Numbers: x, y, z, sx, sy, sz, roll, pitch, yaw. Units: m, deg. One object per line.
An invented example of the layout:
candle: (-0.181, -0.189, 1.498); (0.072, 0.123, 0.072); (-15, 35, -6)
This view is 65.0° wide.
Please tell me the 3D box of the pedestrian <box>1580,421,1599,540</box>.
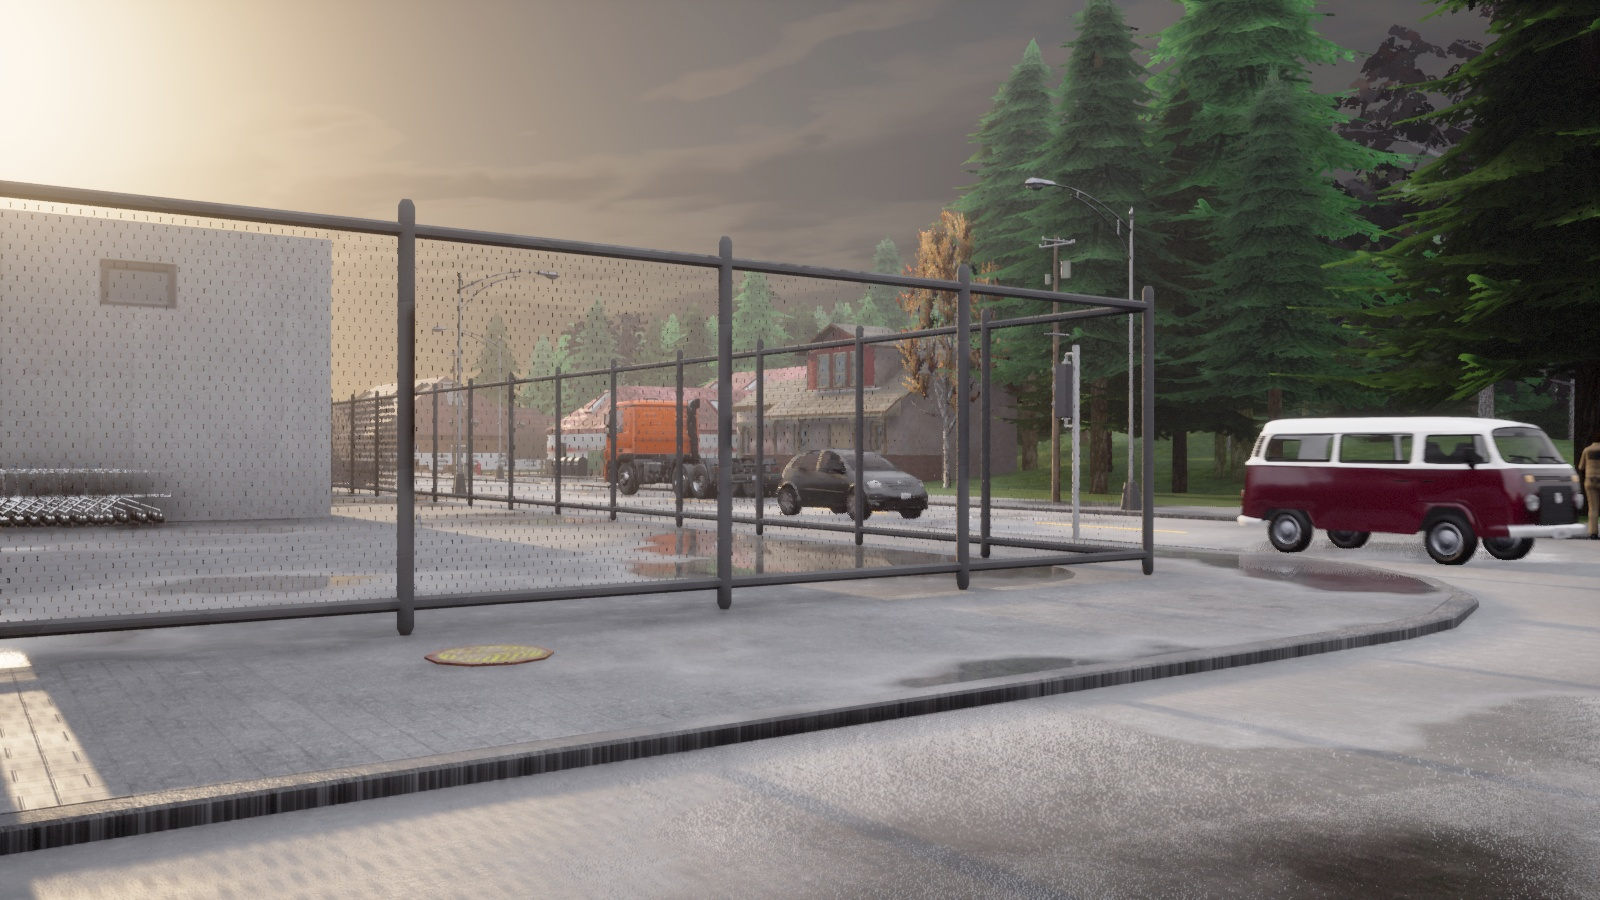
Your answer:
pedestrian: (13.185, 0.493, 20.624); (0.692, 1.930, 0.396); (0, 0, -35)

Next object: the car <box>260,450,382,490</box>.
car: (-20.675, 0.852, 54.305); (4.856, 1.649, 2.033); (0, -1, -21)

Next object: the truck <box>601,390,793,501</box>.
truck: (-3.727, -0.123, 43.236); (2.891, 3.462, 7.936); (0, 0, -36)

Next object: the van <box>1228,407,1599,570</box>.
van: (8.722, 0.494, 18.137); (2.069, 2.038, 4.480); (0, 0, -33)

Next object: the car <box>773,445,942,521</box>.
car: (1.251, 0.711, 29.005); (1.851, 1.617, 3.988); (0, 0, -35)
